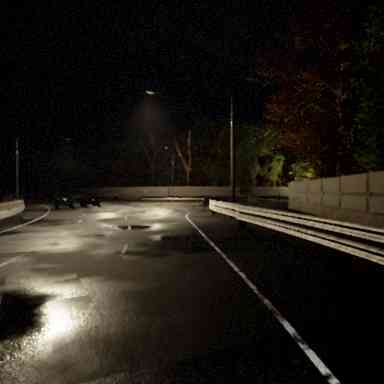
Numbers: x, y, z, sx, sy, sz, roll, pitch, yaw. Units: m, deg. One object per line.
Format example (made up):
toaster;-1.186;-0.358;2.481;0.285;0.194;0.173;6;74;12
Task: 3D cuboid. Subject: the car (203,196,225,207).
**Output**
car;3.395;1.376;50.181;1.837;1.490;4.892;-2;-1;29

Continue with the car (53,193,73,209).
car;-17.671;1.158;45.604;2.150;2.045;5.566;0;0;-27

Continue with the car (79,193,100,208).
car;-14.430;1.146;46.921;2.150;2.045;5.566;0;0;-27
